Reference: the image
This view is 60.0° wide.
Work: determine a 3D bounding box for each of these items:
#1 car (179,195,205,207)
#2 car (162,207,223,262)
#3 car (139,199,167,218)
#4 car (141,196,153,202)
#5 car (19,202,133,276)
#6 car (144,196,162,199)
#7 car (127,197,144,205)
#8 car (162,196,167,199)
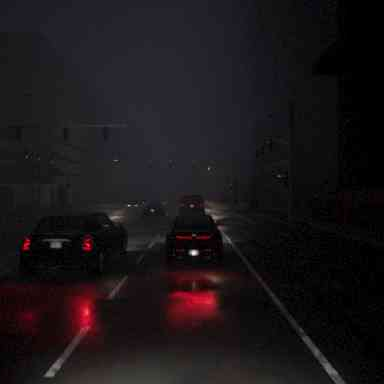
[{"bbox_3d":[-0.026,1.294,30.219,2.150,2.045,5.566,0,0,0],"label":"car"},{"bbox_3d":[0.071,1.526,12.226,1.837,1.490,4.892,0,0,0],"label":"car"},{"bbox_3d":[-3.546,1.640,31.701,1.994,1.385,4.181,0,0,-1],"label":"car"},{"bbox_3d":[-10.533,1.662,78.699,2.033,1.411,5.357,0,0,1],"label":"car"},{"bbox_3d":[-3.439,1.369,10.566,2.097,1.767,4.553,0,0,0],"label":"car"},{"bbox_3d":[-7.272,1.603,62.346,1.837,1.490,4.892,0,0,1],"label":"car"},{"bbox_3d":[-10.761,1.647,62.323,2.033,1.411,5.357,0,0,1],"label":"car"},{"bbox_3d":[-7.032,1.596,78.721,1.882,1.535,5.008,0,0,1],"label":"car"}]
